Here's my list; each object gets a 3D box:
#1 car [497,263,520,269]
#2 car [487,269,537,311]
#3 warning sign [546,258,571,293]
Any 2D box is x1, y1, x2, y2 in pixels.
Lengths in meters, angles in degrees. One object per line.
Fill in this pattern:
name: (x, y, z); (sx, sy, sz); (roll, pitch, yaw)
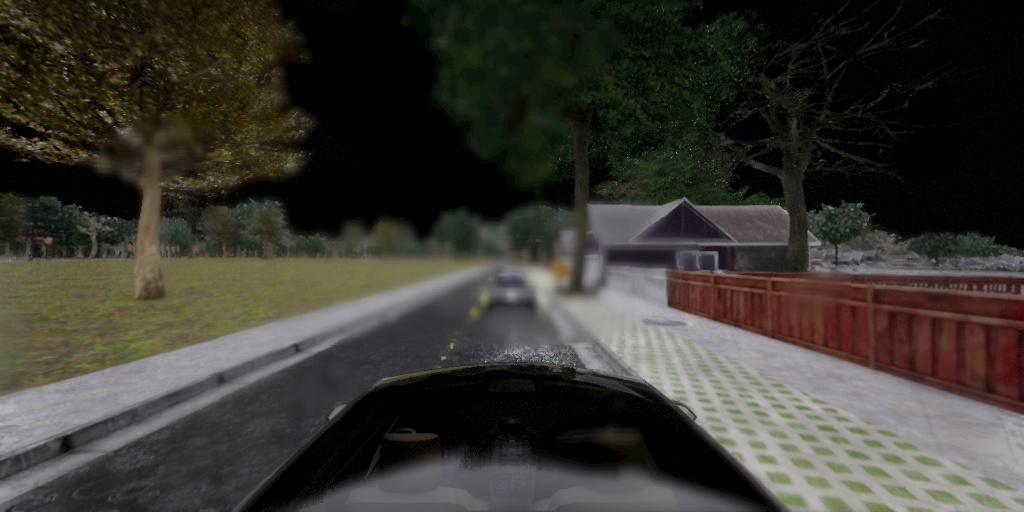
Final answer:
car: (0.002, 1.567, 30.286); (1.994, 1.385, 4.181); (0, 0, 0)
car: (0.010, 1.446, 15.332); (1.994, 1.385, 4.181); (0, 0, 1)
warning sign: (2.508, 1.026, 18.560); (1.300, 1.860, 1.060); (0, 0, 0)
